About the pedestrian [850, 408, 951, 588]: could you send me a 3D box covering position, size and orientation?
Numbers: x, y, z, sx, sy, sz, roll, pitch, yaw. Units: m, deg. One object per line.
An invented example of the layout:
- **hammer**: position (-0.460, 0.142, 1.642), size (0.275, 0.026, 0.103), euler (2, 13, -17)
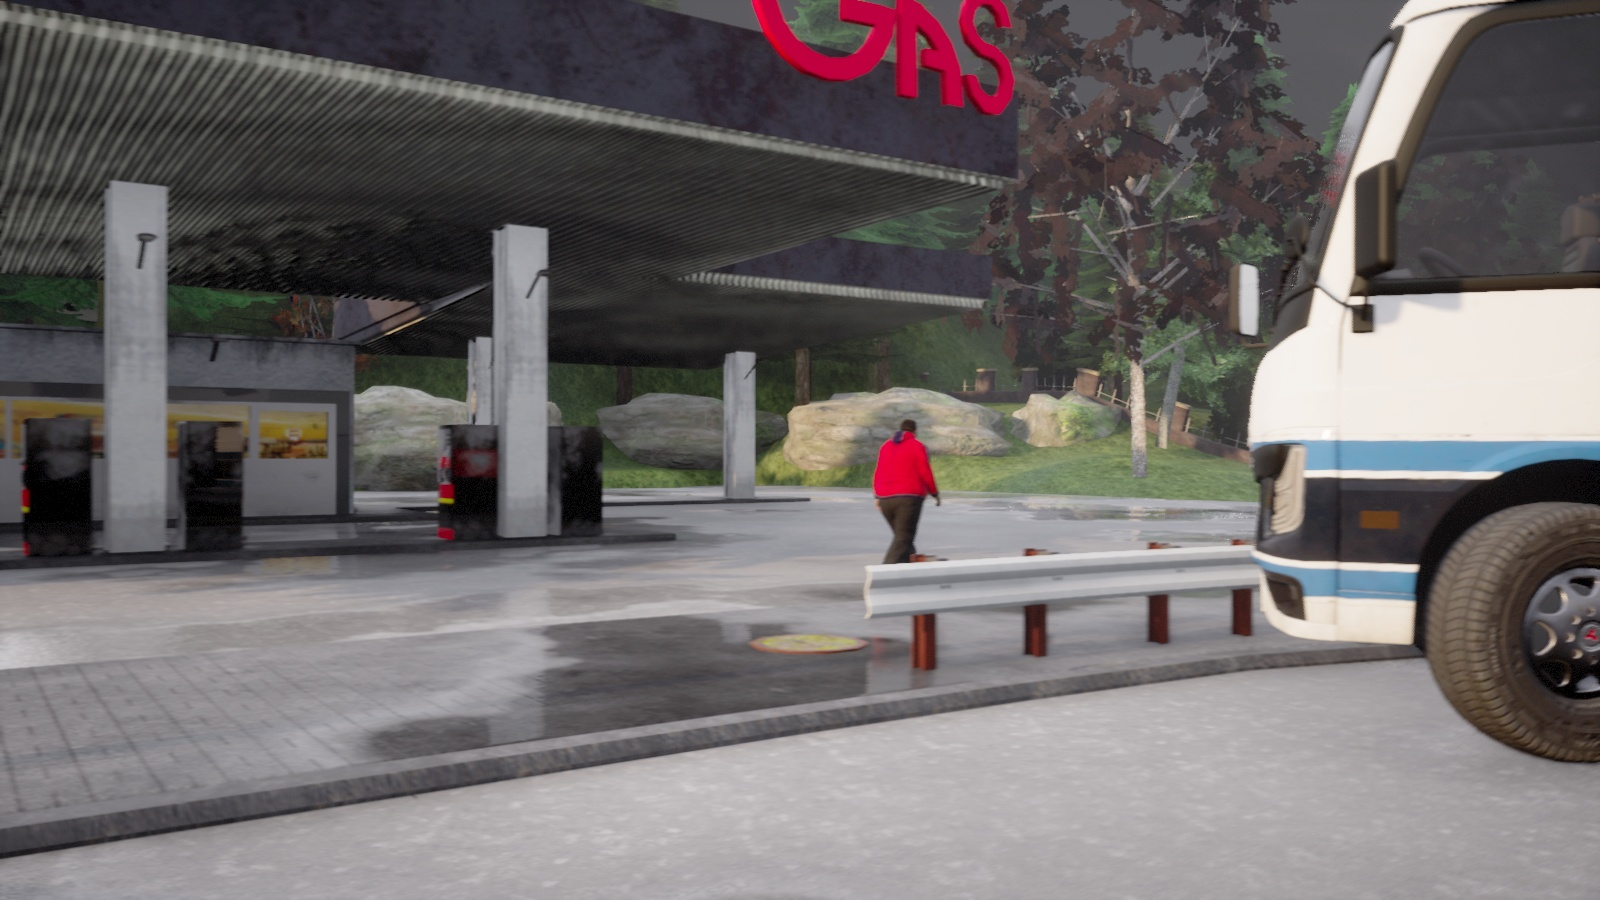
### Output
- **pedestrian**: position (1.081, 0.495, 13.466), size (0.899, 1.844, 0.634), euler (0, 0, -43)

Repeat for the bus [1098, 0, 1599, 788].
- **bus**: position (7.006, -0.636, 6.306), size (10.273, 4.253, 3.944), euler (0, 0, 21)
